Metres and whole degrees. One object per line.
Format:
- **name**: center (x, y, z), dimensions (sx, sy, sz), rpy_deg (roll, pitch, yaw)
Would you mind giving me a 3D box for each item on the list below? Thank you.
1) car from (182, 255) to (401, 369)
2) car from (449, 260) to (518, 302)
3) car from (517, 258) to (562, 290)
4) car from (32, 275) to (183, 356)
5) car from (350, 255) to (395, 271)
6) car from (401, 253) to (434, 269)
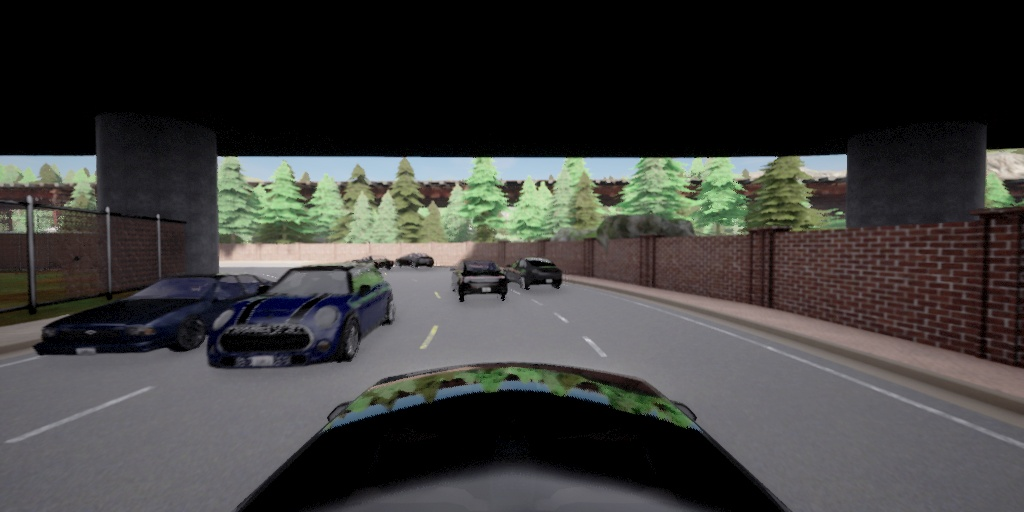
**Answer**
- **car**: center (-4.015, 0.957, 7.689), dimensions (2.097, 1.767, 4.553), rpy_deg (0, 1, -6)
- **car**: center (-1.495, 0.920, 15.023), dimensions (2.128, 1.511, 4.902), rpy_deg (0, 1, -14)
- **car**: center (0.948, 0.844, 18.697), dimensions (1.837, 1.490, 4.892), rpy_deg (0, 1, -18)
- **car**: center (-7.317, 1.131, 8.583), dimensions (2.033, 1.411, 5.357), rpy_deg (0, 1, -6)
- **car**: center (-12.953, 0.590, 33.214), dimensions (4.718, 1.301, 1.895), rpy_deg (1, 2, 41)
- **car**: center (-9.450, 0.448, 34.564), dimensions (4.902, 1.511, 2.128), rpy_deg (1, 2, 44)
